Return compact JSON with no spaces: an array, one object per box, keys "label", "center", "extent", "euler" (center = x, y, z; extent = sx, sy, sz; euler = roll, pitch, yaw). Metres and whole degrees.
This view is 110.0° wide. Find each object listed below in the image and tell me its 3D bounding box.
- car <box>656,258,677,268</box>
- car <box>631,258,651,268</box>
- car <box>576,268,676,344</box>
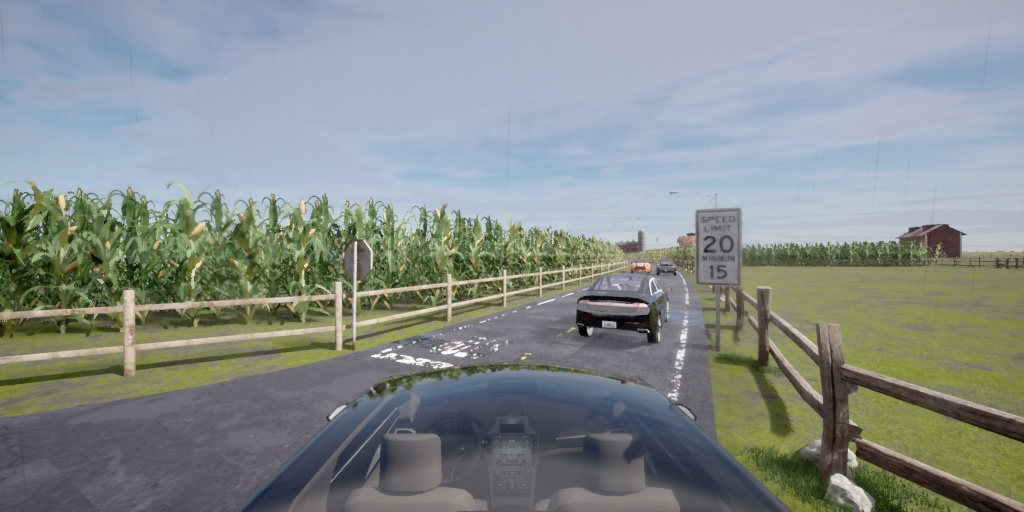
[{"label":"car","center":[16.256,1.244,37.710],"extent":[2.128,1.511,4.902],"euler":[0,0,24]},{"label":"car","center":[15.432,1.099,42.909],"extent":[2.097,1.767,4.553],"euler":[0,0,22]},{"label":"car","center":[3.170,1.244,9.776],"extent":[2.128,1.511,4.902],"euler":[0,0,27]}]
